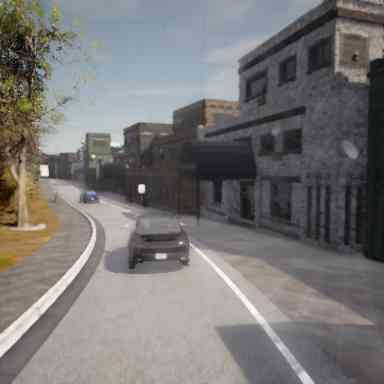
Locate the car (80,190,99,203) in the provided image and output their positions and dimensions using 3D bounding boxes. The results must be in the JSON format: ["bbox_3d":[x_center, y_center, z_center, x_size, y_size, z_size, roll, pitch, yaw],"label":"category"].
[{"bbox_3d":[-12.952,0.524,41.971,1.812,1.442,4.674,-2,4,-26],"label":"car"}]

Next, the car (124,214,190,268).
[{"bbox_3d":[-1.264,1.518,11.573,1.837,1.490,4.892,0,0,-10],"label":"car"}]
